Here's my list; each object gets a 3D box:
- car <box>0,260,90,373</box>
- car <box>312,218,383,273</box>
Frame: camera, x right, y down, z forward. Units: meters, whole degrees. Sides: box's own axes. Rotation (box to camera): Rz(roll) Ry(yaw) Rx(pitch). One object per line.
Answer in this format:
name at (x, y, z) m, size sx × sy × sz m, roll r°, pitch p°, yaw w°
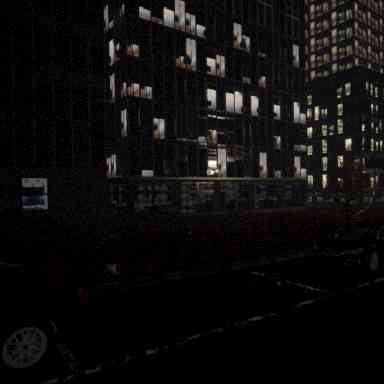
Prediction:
car at (-3.579, 1.545, 4.024) m, size 4.507 × 1.381 × 1.887 m, roll 0°, pitch -1°, yaw -35°
car at (5.595, 1.548, 10.537) m, size 4.403 × 1.369 × 2.008 m, roll 0°, pitch -1°, yaw -35°
